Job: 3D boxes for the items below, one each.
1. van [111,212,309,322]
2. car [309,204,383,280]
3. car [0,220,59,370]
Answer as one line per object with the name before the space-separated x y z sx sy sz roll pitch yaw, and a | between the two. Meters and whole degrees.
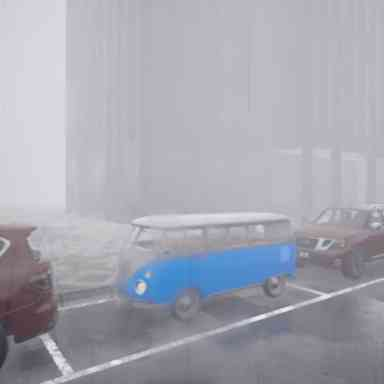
van | 0.428 1.345 6.950 3.998 1.788 1.690 0 0 -35
car | 4.996 1.325 10.208 5.009 1.841 2.192 0 0 -35
car | -4.138 1.314 3.694 5.009 1.841 2.192 0 0 -35
